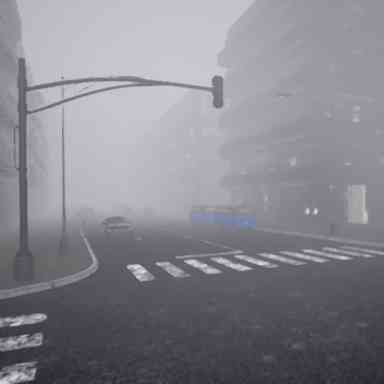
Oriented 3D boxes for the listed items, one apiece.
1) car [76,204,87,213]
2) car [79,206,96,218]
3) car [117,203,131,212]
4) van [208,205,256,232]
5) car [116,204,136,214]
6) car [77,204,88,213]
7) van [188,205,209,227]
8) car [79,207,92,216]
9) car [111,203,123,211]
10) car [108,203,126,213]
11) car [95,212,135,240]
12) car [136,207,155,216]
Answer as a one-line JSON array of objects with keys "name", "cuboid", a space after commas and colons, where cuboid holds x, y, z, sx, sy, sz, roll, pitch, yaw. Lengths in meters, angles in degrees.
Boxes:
[{"name": "car", "cuboid": [-24.447, 3.606, 73.566, 2.192, 1.841, 5.009, -1, -1, -20]}, {"name": "car", "cuboid": [-14.631, 3.041, 47.337, 1.802, 1.307, 4.206, -1, -1, -20]}, {"name": "car", "cuboid": [-14.639, 3.343, 71.221, 2.192, 1.841, 5.009, -2, -1, -20]}, {"name": "van", "cuboid": [2.976, 1.874, 24.001, 1.690, 1.788, 3.998, -2, -1, -20]}, {"name": "car", "cuboid": [-10.103, 2.992, 51.676, 1.812, 1.442, 4.674, -1, -1, -21]}, {"name": "car", "cuboid": [-16.593, 3.065, 52.586, 1.967, 1.590, 4.097, -1, -1, -20]}, {"name": "van", "cuboid": [1.019, 2.040, 29.248, 1.690, 1.788, 3.998, -2, -1, -20]}, {"name": "car", "cuboid": [-18.546, 3.342, 57.830, 2.008, 1.369, 4.403, -1, -1, -20]}, {"name": "car", "cuboid": [-18.554, 3.676, 81.713, 2.192, 1.841, 5.009, -2, -1, -20]}, {"name": "car", "cuboid": [-13.638, 3.120, 61.186, 2.097, 1.767, 4.553, -1, -1, -22]}, {"name": "car", "cuboid": [-4.845, 2.211, 21.104, 1.802, 1.307, 4.206, -1, -1, -20]}, {"name": "car", "cuboid": [-6.802, 2.945, 50.230, 1.802, 1.307, 4.206, -2, -1, -20]}]
